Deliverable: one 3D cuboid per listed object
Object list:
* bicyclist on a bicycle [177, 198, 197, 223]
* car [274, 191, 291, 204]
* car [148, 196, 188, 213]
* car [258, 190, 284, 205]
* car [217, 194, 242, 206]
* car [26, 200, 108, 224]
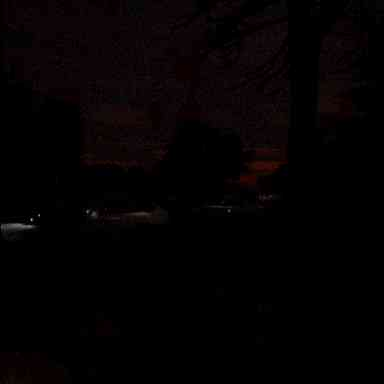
[{"bbox_3d":[-0.363,1.266,22.608,1.656,1.620,0.582,0,0,36],"label":"bicyclist on a bicycle"},{"bbox_3d":[15.641,0.912,57.157,2.150,2.045,5.566,1,0,23],"label":"car"},{"bbox_3d":[-2.110,1.136,31.410,1.812,1.442,4.674,2,2,34],"label":"car"},{"bbox_3d":[11.073,0.809,47.516,2.150,2.045,5.566,1,0,27],"label":"car"},{"bbox_3d":[4.928,1.030,42.763,1.812,1.442,4.674,2,1,30],"label":"car"},{"bbox_3d":[-8.326,1.295,22.700,2.033,1.411,5.357,2,2,37],"label":"car"}]
